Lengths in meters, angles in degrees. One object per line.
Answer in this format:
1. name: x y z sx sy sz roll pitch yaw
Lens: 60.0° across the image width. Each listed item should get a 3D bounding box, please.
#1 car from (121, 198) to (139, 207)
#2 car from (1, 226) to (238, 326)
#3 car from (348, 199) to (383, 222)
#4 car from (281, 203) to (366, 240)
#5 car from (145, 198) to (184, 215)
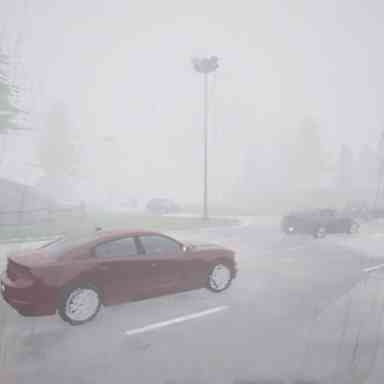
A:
1. car: -9.370 1.619 50.785 2.033 1.411 5.357 0 0 1
2. car: -1.215 1.480 7.173 5.008 1.535 1.882 0 0 -35
3. car: 14.026 1.360 26.634 4.553 1.767 2.097 0 0 -35
4. car: 6.642 1.509 17.077 4.892 1.490 1.837 0 0 -35
5. car: -2.886 1.364 33.966 2.097 1.767 4.553 0 0 -41
